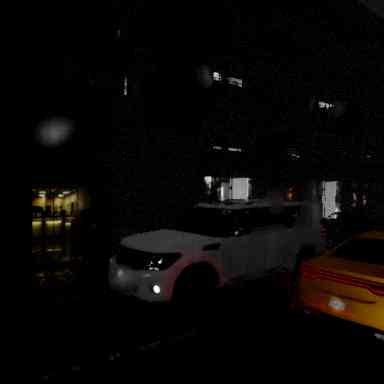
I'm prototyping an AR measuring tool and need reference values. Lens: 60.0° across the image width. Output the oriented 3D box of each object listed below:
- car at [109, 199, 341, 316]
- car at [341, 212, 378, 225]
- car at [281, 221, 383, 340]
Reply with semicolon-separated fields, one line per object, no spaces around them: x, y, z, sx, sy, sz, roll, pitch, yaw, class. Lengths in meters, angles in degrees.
0.916;1.222;7.895;5.566;2.045;2.150;0;0;-36;car
7.172;1.583;15.538;4.206;1.307;1.802;0;0;-35;car
4.112;1.478;6.246;5.008;1.535;1.882;0;0;-35;car
